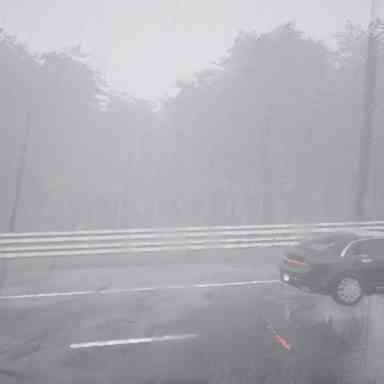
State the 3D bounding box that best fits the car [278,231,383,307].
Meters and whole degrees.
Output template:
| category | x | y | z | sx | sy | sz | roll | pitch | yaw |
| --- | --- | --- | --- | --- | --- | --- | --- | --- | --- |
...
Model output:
| category | x | y | z | sx | sy | sz | roll | pitch | yaw |
| --- | --- | --- | --- | --- | --- | --- | --- | --- | --- |
| car | 4.607 | 1.743 | 8.251 | 4.892 | 1.490 | 1.837 | -1 | -2 | -9 |
